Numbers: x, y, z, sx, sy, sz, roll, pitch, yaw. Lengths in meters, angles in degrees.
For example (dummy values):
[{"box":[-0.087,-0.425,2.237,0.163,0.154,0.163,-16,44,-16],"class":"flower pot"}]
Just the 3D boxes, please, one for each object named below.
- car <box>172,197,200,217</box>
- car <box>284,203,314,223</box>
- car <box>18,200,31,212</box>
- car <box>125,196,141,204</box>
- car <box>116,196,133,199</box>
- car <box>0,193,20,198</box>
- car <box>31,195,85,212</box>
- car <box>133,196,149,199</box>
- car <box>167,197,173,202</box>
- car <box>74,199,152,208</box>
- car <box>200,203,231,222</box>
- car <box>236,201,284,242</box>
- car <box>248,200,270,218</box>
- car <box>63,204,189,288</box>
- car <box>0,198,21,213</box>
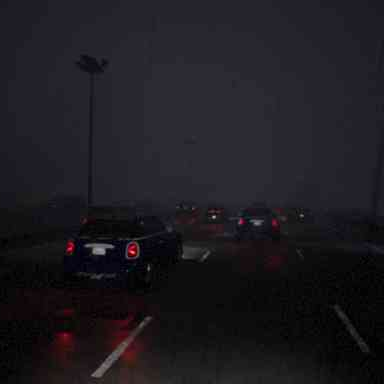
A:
[{"box":[-0.198,1.624,34.431,2.097,1.767,4.553,1,-1,12],"class":"car"},{"box":[9.513,1.952,29.532,1.994,1.385,4.181,1,-1,12],"class":"car"},{"box":[-14.855,1.634,33.653,1.895,1.301,4.718,1,0,12],"class":"car"},{"box":[-13.320,1.747,75.470,2.097,1.767,4.553,1,0,12],"class":"car"},{"box":[-12.951,1.752,59.899,1.882,1.535,5.008,1,1,12],"class":"car"},{"box":[-21.361,1.174,36.733,2.150,2.045,5.566,1,0,12],"class":"car"},{"box":[-11.865,1.282,30.789,2.150,2.045,5.566,1,-1,12],"class":"car"},{"box":[-9.014,1.829,61.846,1.882,1.535,5.008,1,0,12],"class":"car"},{"box":[-3.830,1.851,69.489,2.097,1.767,4.553,1,0,12],"class":"car"},{"box":[-3.747,1.430,17.137,2.097,1.767,4.553,1,0,12],"class":"car"},{"box":[2.280,1.775,29.109,1.837,1.490,4.892,1,0,12],"class":"car"},{"box":[3.547,1.553,17.864,2.097,1.767,4.553,1,0,12],"class":"car"},{"box":[7.124,1.748,35.302,2.097,1.767,4.553,1,-1,12],"class":"car"},{"box":[-1.702,1.403,9.702,2.097,1.767,4.553,1,0,12],"class":"car"},{"box":[-18.372,1.580,33.923,1.895,1.301,4.718,1,0,12],"class":"car"}]
